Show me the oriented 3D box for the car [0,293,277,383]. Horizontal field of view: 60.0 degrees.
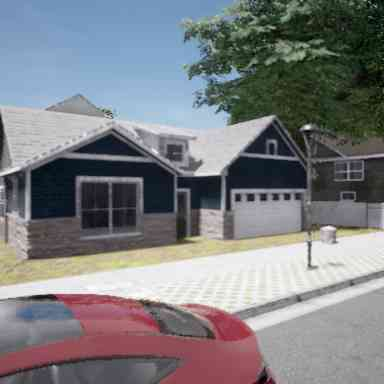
[{"bbox_3d":[-1.448,1.526,2.039,4.674,1.442,1.812,0,0,-36],"label":"car"}]
